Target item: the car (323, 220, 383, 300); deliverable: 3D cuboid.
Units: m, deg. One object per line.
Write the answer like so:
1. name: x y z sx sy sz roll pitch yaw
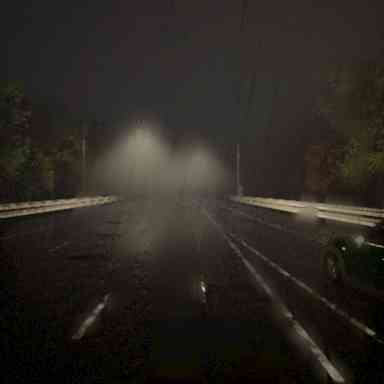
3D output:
1. car: 4.498 1.311 6.653 2.097 1.767 4.553 0 0 -4
